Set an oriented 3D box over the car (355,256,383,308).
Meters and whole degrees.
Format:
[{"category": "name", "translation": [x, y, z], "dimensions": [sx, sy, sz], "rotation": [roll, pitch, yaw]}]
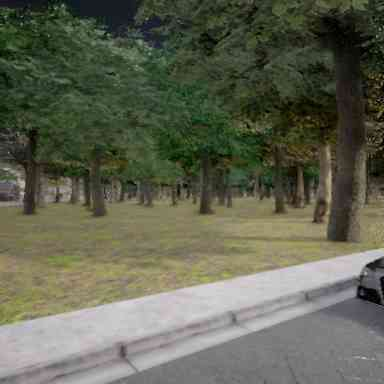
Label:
[{"category": "car", "translation": [5.206, 1.572, 6.779], "dimensions": [4.181, 1.385, 1.994], "rotation": [0, 0, -35]}]
